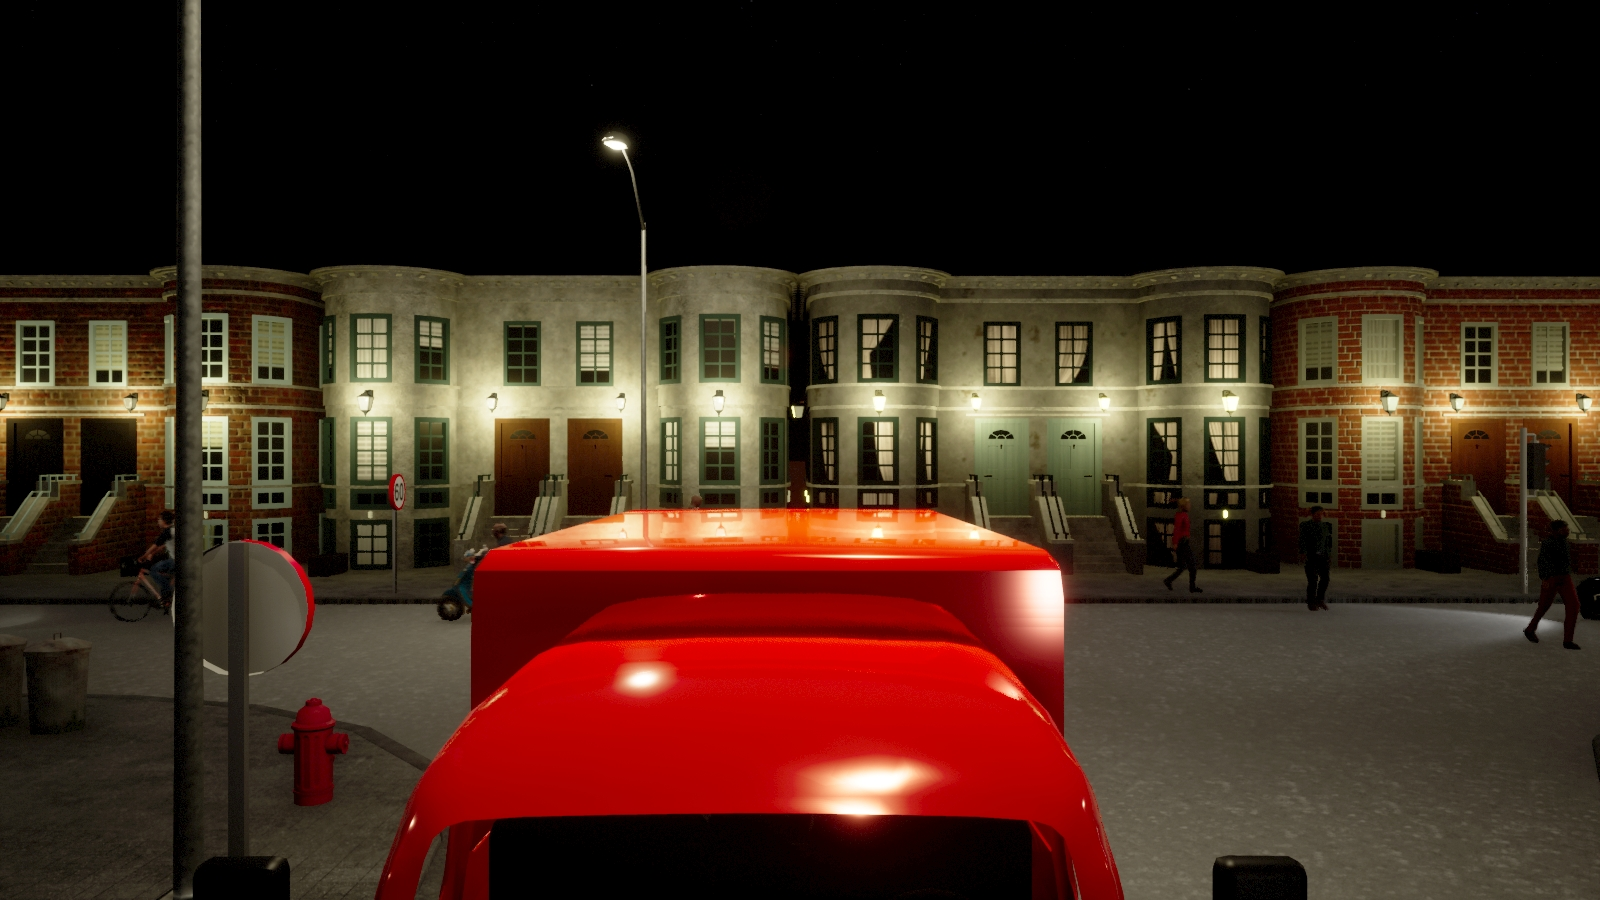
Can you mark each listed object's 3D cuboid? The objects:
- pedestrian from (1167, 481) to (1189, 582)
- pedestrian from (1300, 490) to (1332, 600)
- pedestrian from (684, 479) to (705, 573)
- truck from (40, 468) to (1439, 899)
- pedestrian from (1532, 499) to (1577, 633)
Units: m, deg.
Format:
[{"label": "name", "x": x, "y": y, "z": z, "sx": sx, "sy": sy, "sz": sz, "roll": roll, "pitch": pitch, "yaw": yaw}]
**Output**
[{"label": "pedestrian", "x": 7.113, "y": 1.525, "z": 21.497, "sx": 0.375, "sy": 1.860, "sz": 0.375, "roll": 0, "pitch": 0, "yaw": 19}, {"label": "pedestrian", "x": 8.897, "y": 1.628, "z": 19.701, "sx": 0.375, "sy": 1.860, "sz": 0.375, "roll": 0, "pitch": 0, "yaw": -1}, {"label": "pedestrian", "x": -2.125, "y": 1.525, "z": 23.037, "sx": 0.375, "sy": 1.860, "sz": 0.375, "roll": 0, "pitch": 0, "yaw": 0}, {"label": "truck", "x": -0.117, "y": 1.348, "z": 4.748, "sx": 2.627, "sy": 2.467, "sz": 5.204, "roll": 0, "pitch": 0, "yaw": 0}, {"label": "pedestrian", "x": 10.675, "y": 1.629, "z": 16.176, "sx": 0.375, "sy": 1.860, "sz": 0.375, "roll": 0, "pitch": 0, "yaw": -8}]
